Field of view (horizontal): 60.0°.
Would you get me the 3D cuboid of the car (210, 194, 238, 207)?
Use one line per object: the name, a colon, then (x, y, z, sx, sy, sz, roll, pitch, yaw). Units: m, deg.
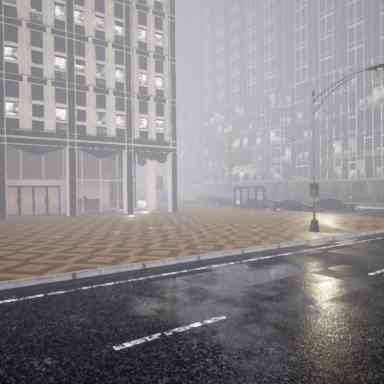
car: (4.871, 1.319, 45.036, 1.947, 1.339, 4.313, 0, 1, -35)

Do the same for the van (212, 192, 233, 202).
van: (5.378, 0.855, 59.175, 1.690, 1.788, 3.998, 0, 1, -35)

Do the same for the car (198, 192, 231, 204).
car: (3.728, 1.205, 51.362, 2.033, 1.411, 5.357, -1, 1, -34)

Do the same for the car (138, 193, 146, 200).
car: (-11.189, 1.039, 68.478, 2.008, 1.369, 4.403, 0, 1, -35)

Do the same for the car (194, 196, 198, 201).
car: (2.158, 1.043, 63.861, 1.802, 1.307, 4.206, 0, 1, -35)

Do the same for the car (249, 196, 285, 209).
car: (9.615, 1.316, 42.785, 1.994, 1.385, 4.181, -1, 1, -35)

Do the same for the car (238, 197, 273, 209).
car: (8.044, 1.388, 40.321, 1.802, 1.307, 4.206, 0, 1, -35)

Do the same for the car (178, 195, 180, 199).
car: (-4.284, 0.935, 73.227, 1.802, 1.307, 4.206, 0, 1, -35)

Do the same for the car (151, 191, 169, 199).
car: (-7.506, 0.614, 77.906, 2.192, 1.841, 5.009, 0, 1, -35)

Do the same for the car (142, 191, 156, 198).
car: (-10.727, 0.685, 82.590, 1.967, 1.590, 4.097, 0, 1, -35)

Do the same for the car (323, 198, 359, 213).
car: (15.010, 1.364, 34.946, 1.812, 1.442, 4.674, -1, 1, -34)

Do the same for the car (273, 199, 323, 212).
car: (11.251, 1.424, 35.626, 1.947, 1.339, 4.313, 0, 1, -35)

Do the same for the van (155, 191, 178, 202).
van: (-4.747, 0.937, 59.110, 1.690, 1.788, 3.998, 0, 1, -35)
